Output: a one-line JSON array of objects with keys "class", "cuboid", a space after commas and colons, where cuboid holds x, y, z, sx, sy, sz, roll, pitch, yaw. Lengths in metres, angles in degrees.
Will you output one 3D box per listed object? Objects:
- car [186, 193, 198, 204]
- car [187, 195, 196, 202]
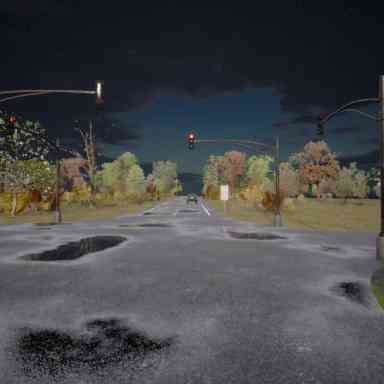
[{"class": "car", "cuboid": [-0.013, 1.293, 67.602, 2.150, 2.045, 5.566, 0, 0, 0]}, {"class": "car", "cuboid": [-0.015, 1.465, 77.993, 2.033, 1.411, 5.357, 0, 0, 0]}]
